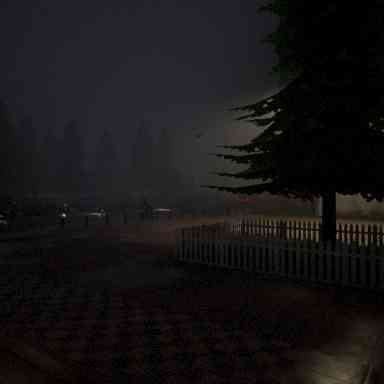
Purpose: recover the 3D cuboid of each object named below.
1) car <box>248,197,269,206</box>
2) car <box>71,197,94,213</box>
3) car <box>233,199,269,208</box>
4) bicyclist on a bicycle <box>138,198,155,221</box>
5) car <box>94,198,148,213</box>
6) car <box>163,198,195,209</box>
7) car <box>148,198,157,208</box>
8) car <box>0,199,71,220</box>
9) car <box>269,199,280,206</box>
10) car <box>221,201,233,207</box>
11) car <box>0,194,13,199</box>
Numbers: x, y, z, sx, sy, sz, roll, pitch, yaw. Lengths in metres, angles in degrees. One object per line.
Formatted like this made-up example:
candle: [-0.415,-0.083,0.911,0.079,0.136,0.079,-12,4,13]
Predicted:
car: [11.540,1.563,57.825,1.994,1.385,4.181,0,0,36]
car: [-12.546,1.351,36.412,2.097,1.767,4.553,0,0,36]
car: [8.432,1.221,47.417,2.150,2.045,5.566,0,0,36]
bicyclist on a bicycle: [-3.355,1.302,24.356,1.656,1.620,0.582,0,0,35]
car: [-7.814,1.546,37.020,2.033,1.411,5.357,0,0,35]
car: [-1.646,1.546,45.649,2.033,1.411,5.357,0,0,36]
car: [-6.601,1.524,44.746,1.812,1.442,4.674,0,0,36]
car: [-13.660,1.546,28.824,2.033,1.411,5.357,0,0,35]
car: [14.342,1.547,55.718,2.033,1.411,5.357,0,0,36]
car: [6.141,1.563,50.234,1.994,1.385,4.181,0,0,35]
car: [-18.147,1.221,28.558,2.150,2.045,5.566,0,0,35]
